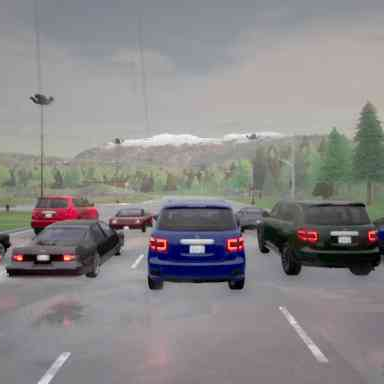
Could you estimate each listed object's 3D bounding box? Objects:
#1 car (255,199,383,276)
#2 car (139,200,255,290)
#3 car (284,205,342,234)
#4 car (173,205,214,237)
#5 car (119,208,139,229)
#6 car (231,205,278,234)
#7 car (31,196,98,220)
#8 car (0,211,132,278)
[{"bbox_3d":[3.590,1.221,10.511,2.150,2.045,5.566,0,0,0],"label":"car"},{"bbox_3d":[0.085,1.221,9.228,2.150,2.045,5.566,0,0,0],"label":"car"},{"bbox_3d":[7.079,1.562,19.983,1.994,1.385,4.181,0,0,0],"label":"car"},{"bbox_3d":[0.076,1.546,19.414,2.033,1.411,5.357,0,0,0],"label":"car"},{"bbox_3d":[-3.425,1.599,19.748,1.895,1.301,4.718,0,0,1],"label":"car"},{"bbox_3d":[3.575,1.562,19.773,1.994,1.385,4.181,0,0,0],"label":"car"},{"bbox_3d":[-6.917,1.220,18.681,2.150,2.045,5.566,0,0,0],"label":"car"},{"bbox_3d":[-3.406,1.547,10.099,2.033,1.411,5.357,0,0,0],"label":"car"}]
